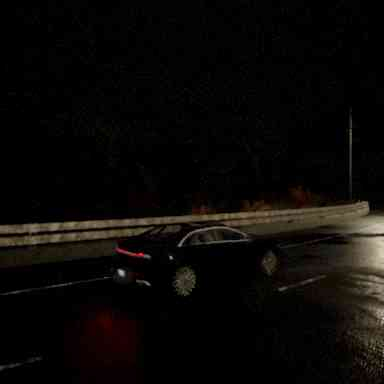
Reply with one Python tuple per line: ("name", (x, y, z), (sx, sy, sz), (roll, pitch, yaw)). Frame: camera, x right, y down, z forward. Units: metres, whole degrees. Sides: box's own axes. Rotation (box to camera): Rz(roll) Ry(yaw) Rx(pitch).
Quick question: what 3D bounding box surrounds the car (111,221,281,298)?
("car", (0.356, 1.524, 8.648), (4.902, 1.511, 2.128), (0, 0, -39))
